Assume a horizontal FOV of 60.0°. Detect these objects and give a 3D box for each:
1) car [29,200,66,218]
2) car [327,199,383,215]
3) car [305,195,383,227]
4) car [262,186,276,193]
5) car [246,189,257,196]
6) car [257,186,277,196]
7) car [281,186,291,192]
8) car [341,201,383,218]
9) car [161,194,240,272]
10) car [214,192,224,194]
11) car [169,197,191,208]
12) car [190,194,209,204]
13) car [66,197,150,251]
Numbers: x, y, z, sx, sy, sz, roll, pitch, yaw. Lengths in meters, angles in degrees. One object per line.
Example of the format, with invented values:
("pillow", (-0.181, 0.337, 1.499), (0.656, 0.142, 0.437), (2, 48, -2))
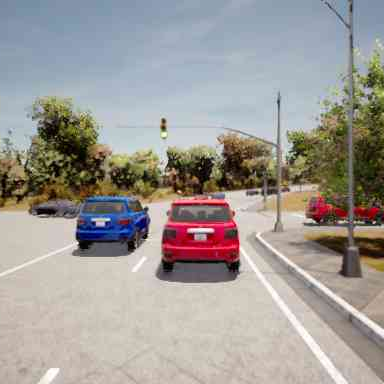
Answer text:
("car", (-12.286, 1.501, 29.728), (4.902, 1.511, 2.128), (0, 0, 20))
("car", (16.120, 1.459, 32.666), (4.892, 1.490, 1.837), (-1, 0, 3))
("car", (10.622, 1.218, 22.572), (5.566, 2.045, 2.150), (0, -1, 3))
("car", (19.593, -0.717, 84.620), (1.812, 1.442, 4.674), (0, 4, 37))
("car", (13.944, 0.031, 76.124), (2.128, 1.511, 4.902), (0, 4, 33))
("car", (17.264, -0.306, 74.851), (2.150, 2.045, 5.566), (0, 4, 33))
("car", (23.197, -0.743, 83.611), (1.812, 1.442, 4.674), (0, 4, 37))
("car", (15.605, 1.522, 29.188), (4.181, 1.385, 1.994), (-1, 0, 3))
("car", (0.292, 1.222, 10.988), (2.150, 2.045, 5.566), (0, 0, 2))
("car", (5.386, 0.737, 67.656), (1.812, 1.442, 4.674), (0, 3, 25))
("car", (-1.721, 1.508, 48.748), (1.994, 1.385, 4.181), (0, 1, 16))
("car", (1.391, 1.209, 58.266), (1.812, 1.442, 4.674), (0, 2, 20))
("car", (-3.178, 1.221, 14.324), (2.150, 2.045, 5.566), (0, 0, 1))
